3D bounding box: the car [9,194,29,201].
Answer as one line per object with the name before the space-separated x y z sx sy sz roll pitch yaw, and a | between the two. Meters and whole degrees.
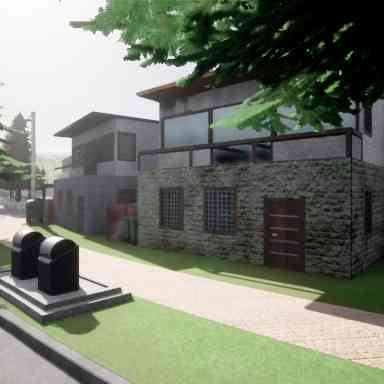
car | -42.048 1.496 80.753 5.008 1.535 1.882 0 0 -30
